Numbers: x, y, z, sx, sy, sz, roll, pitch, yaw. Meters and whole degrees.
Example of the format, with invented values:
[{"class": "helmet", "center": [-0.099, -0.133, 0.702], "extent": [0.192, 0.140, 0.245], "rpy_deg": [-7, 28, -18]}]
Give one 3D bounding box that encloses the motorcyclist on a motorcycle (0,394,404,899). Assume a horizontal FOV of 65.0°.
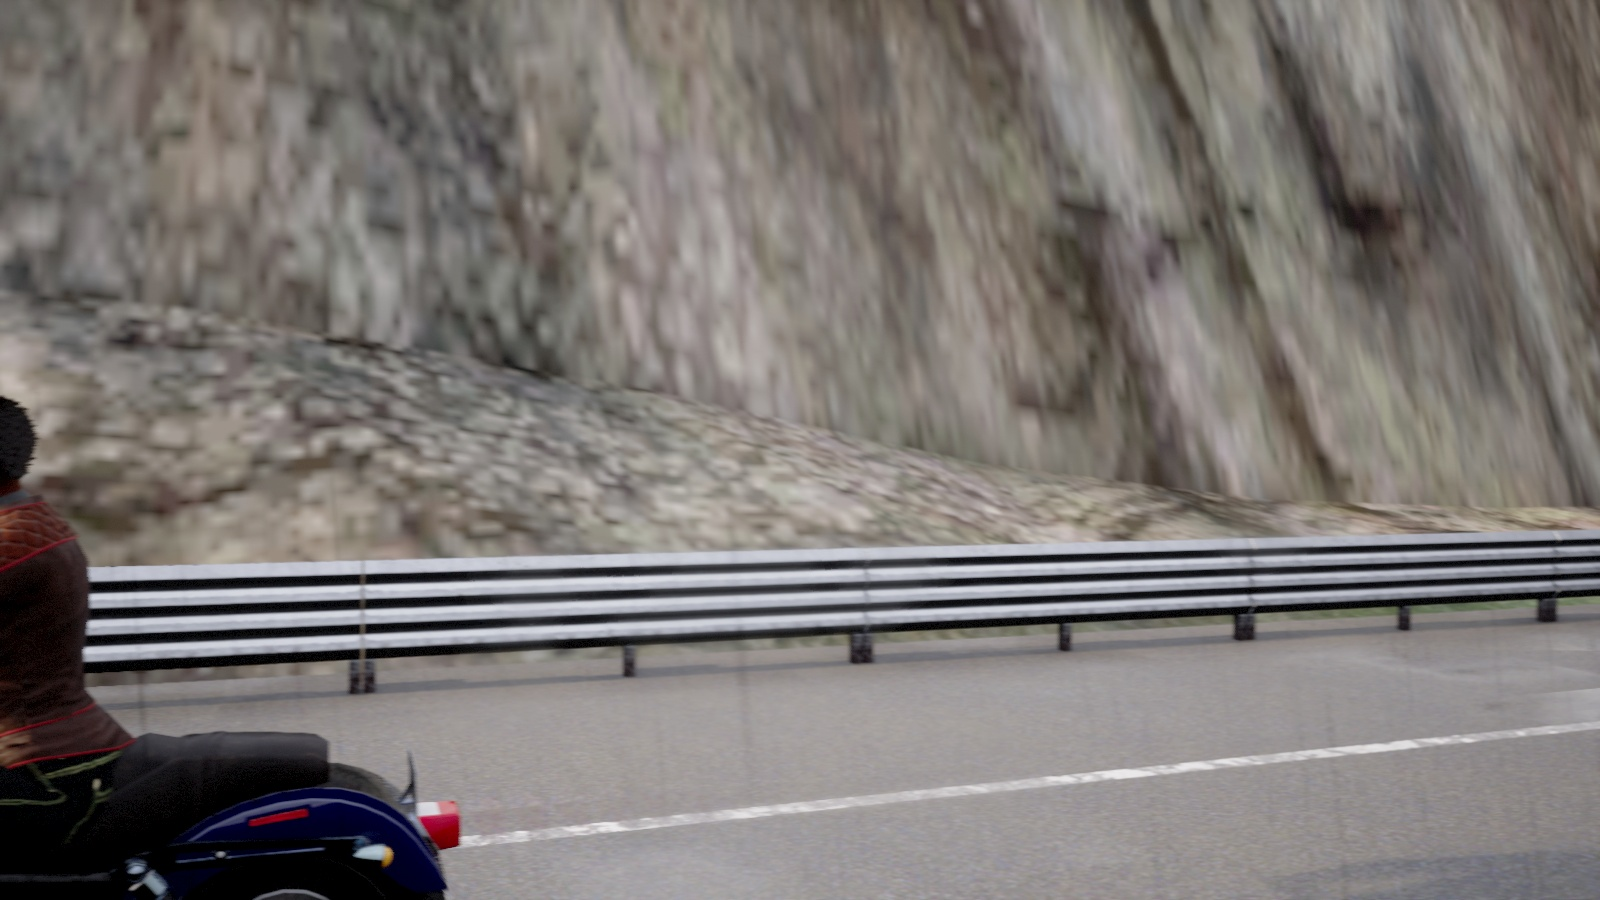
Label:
[{"class": "motorcyclist on a motorcycle", "center": [-2.034, 0.730, 2.464], "extent": [2.350, 1.649, 0.766], "rpy_deg": [-1, 1, -21]}]
